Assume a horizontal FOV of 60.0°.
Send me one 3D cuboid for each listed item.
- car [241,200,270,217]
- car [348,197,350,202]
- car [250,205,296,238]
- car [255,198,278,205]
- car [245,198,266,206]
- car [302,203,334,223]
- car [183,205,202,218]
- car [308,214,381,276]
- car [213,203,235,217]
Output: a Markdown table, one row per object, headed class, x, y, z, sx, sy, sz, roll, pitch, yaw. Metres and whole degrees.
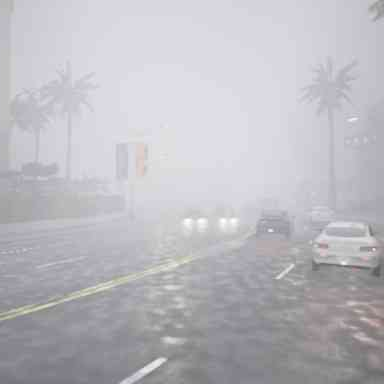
| class | x | y | z | sx | sy | sz | roll | pitch | yaw |
| --- | --- | --- | --- | --- | --- | --- | --- | --- | --- |
| car | 6.875 | 1.993 | 37.685 | 1.812 | 1.442 | 4.674 | 0 | -1 | -5 |
| car | 32.799 | 2.266 | 67.618 | 2.002 | 1.452 | 4.674 | 0 | -1 | -31 |
| car | 4.866 | 1.747 | 19.381 | 1.837 | 1.490 | 4.892 | 0 | 0 | 20 |
| car | 9.313 | 1.764 | 43.702 | 2.150 | 2.045 | 5.566 | 0 | -1 | -12 |
| car | 14.454 | 2.199 | 76.254 | 2.185 | 1.767 | 4.553 | 0 | -1 | -31 |
| car | 10.129 | 1.858 | 26.534 | 1.812 | 1.442 | 4.674 | 0 | -1 | 9 |
| car | 0.049 | 2.048 | 36.204 | 1.895 | 1.301 | 4.718 | 0 | -1 | -4 |
| car | 5.080 | 1.664 | 10.935 | 1.812 | 1.442 | 4.674 | 0 | -1 | 27 |
| car | 3.509 | 1.948 | 36.821 | 2.128 | 1.511 | 4.902 | 0 | -1 | -4 |
